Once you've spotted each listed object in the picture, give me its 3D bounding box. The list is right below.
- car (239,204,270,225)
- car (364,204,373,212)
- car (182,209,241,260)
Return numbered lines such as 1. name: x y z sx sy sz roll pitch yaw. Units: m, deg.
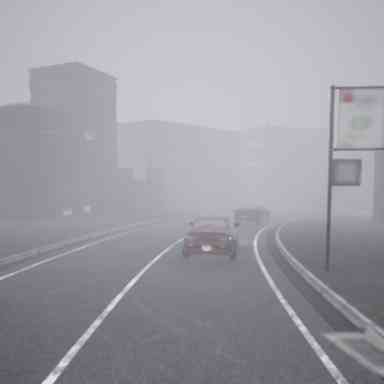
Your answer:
1. car: 4.972 1.700 26.894 1.882 1.535 5.008 2 0 26
2. car: 30.903 2.683 55.474 4.674 1.442 1.812 3 3 -20
3. car: 0.817 1.598 12.704 1.812 1.442 4.674 1 0 9
